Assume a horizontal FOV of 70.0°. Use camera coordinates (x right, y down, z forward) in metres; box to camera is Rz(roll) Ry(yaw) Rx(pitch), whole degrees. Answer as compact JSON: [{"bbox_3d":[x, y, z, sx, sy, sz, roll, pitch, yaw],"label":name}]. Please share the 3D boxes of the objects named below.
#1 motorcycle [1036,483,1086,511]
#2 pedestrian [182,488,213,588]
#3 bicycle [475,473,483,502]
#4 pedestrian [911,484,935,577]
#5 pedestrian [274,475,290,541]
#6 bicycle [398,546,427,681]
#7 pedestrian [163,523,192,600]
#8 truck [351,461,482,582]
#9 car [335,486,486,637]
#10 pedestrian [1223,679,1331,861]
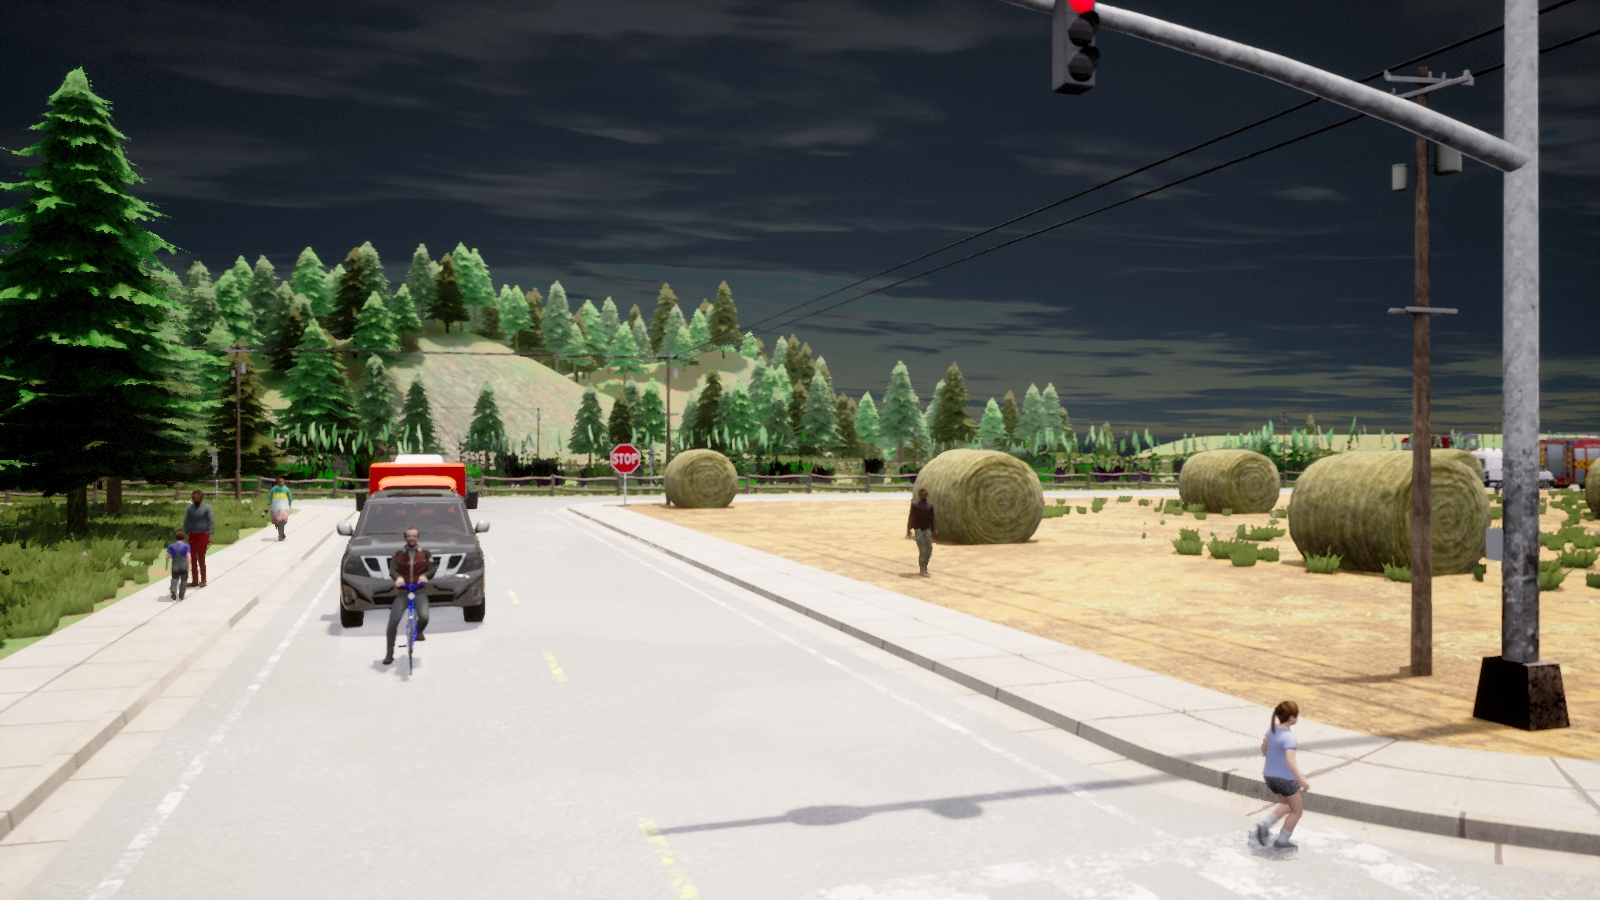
[{"bbox_3d":[11.655,2.095,50.985,2.033,1.199,0.803,0,0,-19],"label":"motorcycle"},{"bbox_3d":[-11.394,1.656,21.622,0.375,1.860,0.375,0,0,3],"label":"pedestrian"},{"bbox_3d":[-16.777,1.956,59.712,0.329,1.471,1.835,0,0,-18],"label":"bicycle"},{"bbox_3d":[2.514,1.639,23.348,0.375,1.860,0.375,0,0,-14],"label":"pedestrian"},{"bbox_3d":[-14.791,1.636,32.598,0.375,1.860,0.375,0,0,-18],"label":"pedestrian"},{"bbox_3d":[-4.950,2.033,14.615,0.329,1.471,1.835,0,0,-18],"label":"bicycle"},{"bbox_3d":[-10.845,1.938,19.916,0.375,1.300,0.375,0,0,-18],"label":"pedestrian"},{"bbox_3d":[-8.935,1.520,26.728,2.627,2.467,5.204,0,0,-18],"label":"truck"},{"bbox_3d":[-6.718,1.743,19.873,2.150,2.045,5.566,0,0,-18],"label":"car"},{"bbox_3d":[3.315,2.207,7.966,0.500,1.100,0.500,0,0,-12],"label":"pedestrian"}]
